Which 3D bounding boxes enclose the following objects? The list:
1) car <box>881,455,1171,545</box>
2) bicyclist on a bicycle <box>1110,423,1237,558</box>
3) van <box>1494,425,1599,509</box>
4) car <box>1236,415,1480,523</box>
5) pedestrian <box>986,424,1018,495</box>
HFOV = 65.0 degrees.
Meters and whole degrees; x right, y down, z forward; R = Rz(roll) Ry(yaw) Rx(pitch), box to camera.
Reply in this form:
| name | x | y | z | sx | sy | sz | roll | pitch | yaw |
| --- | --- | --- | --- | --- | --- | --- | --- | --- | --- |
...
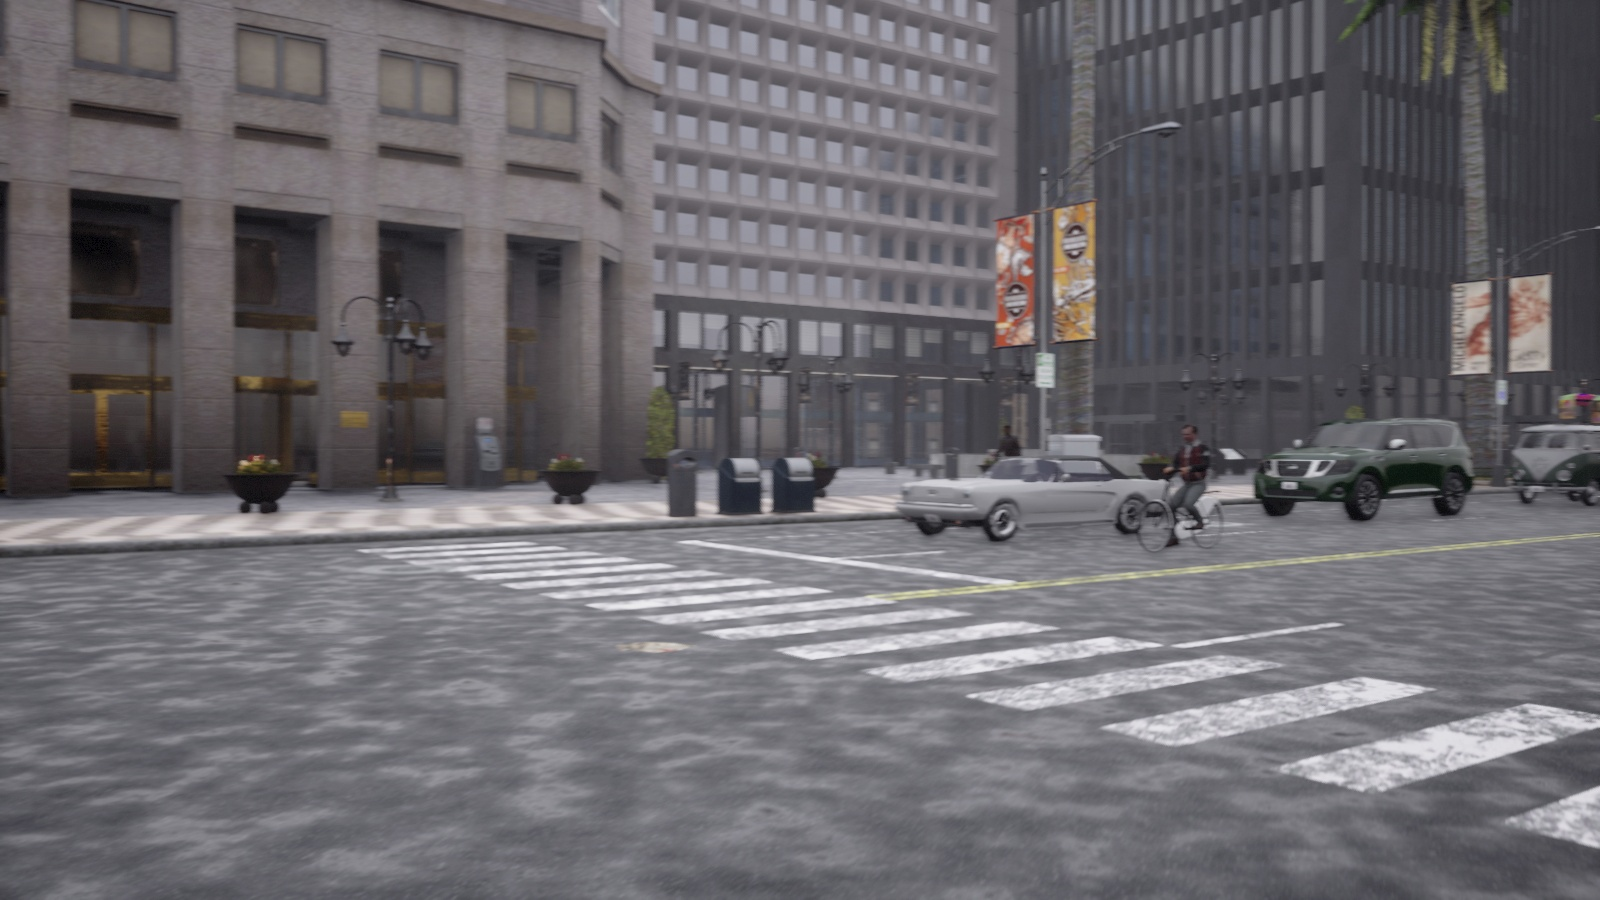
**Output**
| name | x | y | z | sx | sy | sz | roll | pitch | yaw |
| --- | --- | --- | --- | --- | --- | --- | --- | --- | --- |
| car | 3.769 | 0.742 | 20.603 | 4.718 | 1.301 | 1.895 | 0 | 0 | -35 |
| bicyclist on a bicycle | 5.167 | 0.536 | 17.323 | 1.843 | 1.776 | 0.659 | 0 | 0 | -35 |
| van | 19.598 | 0.388 | 31.789 | 4.442 | 1.987 | 1.775 | 0 | 0 | -35 |
| car | 11.737 | 0.357 | 26.249 | 5.566 | 2.045 | 2.150 | 0 | 0 | -36 |
| pedestrian | 5.280 | 0.234 | 32.820 | 0.703 | 1.840 | 0.431 | 0 | 0 | -38 |
